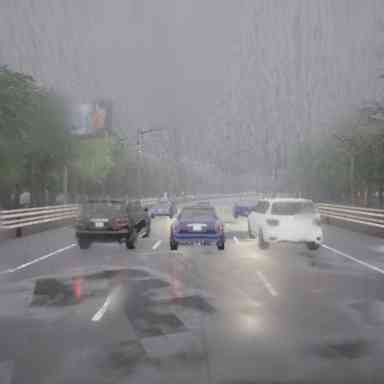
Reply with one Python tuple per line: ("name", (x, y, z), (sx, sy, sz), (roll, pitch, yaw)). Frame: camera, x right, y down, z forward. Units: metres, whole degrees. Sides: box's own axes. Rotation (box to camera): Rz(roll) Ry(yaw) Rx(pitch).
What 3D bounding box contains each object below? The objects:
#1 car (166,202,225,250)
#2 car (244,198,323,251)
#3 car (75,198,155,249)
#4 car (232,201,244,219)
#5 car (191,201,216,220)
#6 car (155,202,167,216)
("car", (0.270, 1.364, 14.411), (2.097, 1.767, 4.553), (0, 0, 2))
("car", (3.769, 1.256, 14.343), (2.150, 2.045, 5.566), (0, 0, 2))
("car", (-3.226, 1.256, 14.600), (2.150, 2.045, 5.566), (0, 0, 2))
("car", (4.575, 1.486, 28.970), (1.882, 1.535, 5.008), (0, 0, 4))
("car", (1.084, 1.573, 29.226), (1.994, 1.385, 4.181), (0, 0, 4))
("car", (-2.407, 1.564, 29.482), (2.033, 1.411, 5.357), (0, 0, 4))
